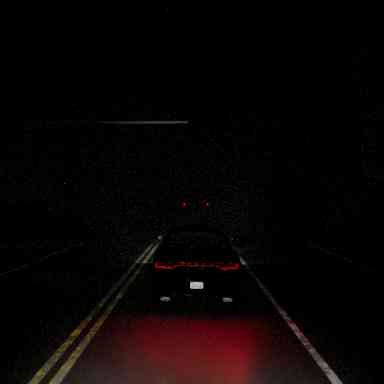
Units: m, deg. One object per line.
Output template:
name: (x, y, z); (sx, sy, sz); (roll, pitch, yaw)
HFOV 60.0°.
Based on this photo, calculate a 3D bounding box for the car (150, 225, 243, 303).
car: (0.094, 1.593, 8.568); (1.882, 1.535, 5.008); (1, -1, 0)
